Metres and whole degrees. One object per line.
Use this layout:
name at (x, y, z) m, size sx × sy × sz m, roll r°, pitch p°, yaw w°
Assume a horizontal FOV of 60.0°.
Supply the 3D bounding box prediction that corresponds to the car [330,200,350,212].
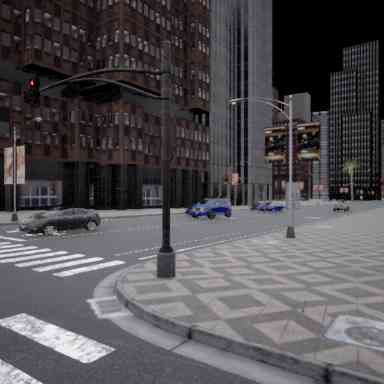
car at (24.184, 2.429, 53.688) m, size 2.033 × 1.411 × 5.357 m, roll 0°, pitch -1°, yaw 34°

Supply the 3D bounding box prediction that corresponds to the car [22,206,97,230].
car at (-9.250, 1.748, 23.556) m, size 1.812 × 1.442 × 4.674 m, roll 0°, pitch -1°, yaw 35°

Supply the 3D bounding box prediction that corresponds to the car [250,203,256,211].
car at (10.546, 2.288, 51.471) m, size 1.994 × 1.385 × 4.181 m, roll 0°, pitch -1°, yaw 35°

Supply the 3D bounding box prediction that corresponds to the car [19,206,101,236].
car at (-7.765, 1.702, 20.032) m, size 1.837 × 1.490 × 4.892 m, roll 0°, pitch -1°, yaw 35°

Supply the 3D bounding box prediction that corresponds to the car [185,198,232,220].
car at (2.076, 1.669, 33.975) m, size 2.150 × 2.045 × 5.566 m, roll 0°, pitch -1°, yaw 35°

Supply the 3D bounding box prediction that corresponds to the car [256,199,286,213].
car at (11.280, 2.156, 46.920) m, size 1.882 × 1.535 × 5.008 m, roll 0°, pitch -1°, yaw 36°
